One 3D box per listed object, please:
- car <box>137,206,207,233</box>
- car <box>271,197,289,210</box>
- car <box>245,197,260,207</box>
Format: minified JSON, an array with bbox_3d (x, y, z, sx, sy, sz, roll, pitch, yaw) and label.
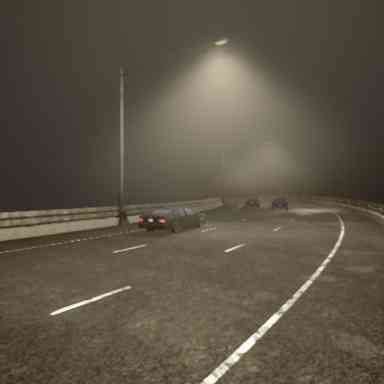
[{"bbox_3d":[-0.968,1.487,19.203,2.033,1.411,5.357,0,0,27],"label":"car"},{"bbox_3d":[10.618,1.338,40.150,1.882,1.535,5.008,0,0,15],"label":"car"},{"bbox_3d":[8.455,1.406,46.349,1.994,1.385,4.181,0,0,12],"label":"car"}]
